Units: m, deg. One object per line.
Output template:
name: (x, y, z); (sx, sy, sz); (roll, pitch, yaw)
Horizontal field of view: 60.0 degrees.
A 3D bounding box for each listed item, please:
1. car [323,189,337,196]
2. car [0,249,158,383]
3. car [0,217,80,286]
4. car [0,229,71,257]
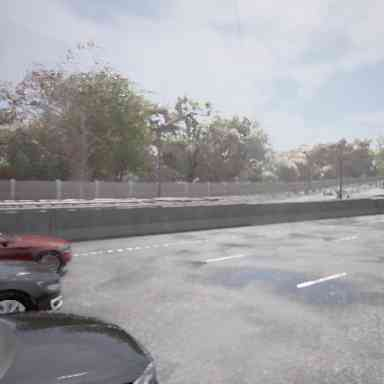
car: (33.741, 0.248, 82.424); (2.128, 1.511, 4.902); (0, 2, 32)
car: (-2.503, 1.497, 1.958); (4.902, 1.511, 2.128); (0, 0, -36)
car: (-5.487, 1.523, 8.434); (4.674, 1.442, 1.812); (0, 0, -35)
car: (-4.491, 1.509, 4.843); (4.892, 1.490, 1.837); (0, 0, -36)
